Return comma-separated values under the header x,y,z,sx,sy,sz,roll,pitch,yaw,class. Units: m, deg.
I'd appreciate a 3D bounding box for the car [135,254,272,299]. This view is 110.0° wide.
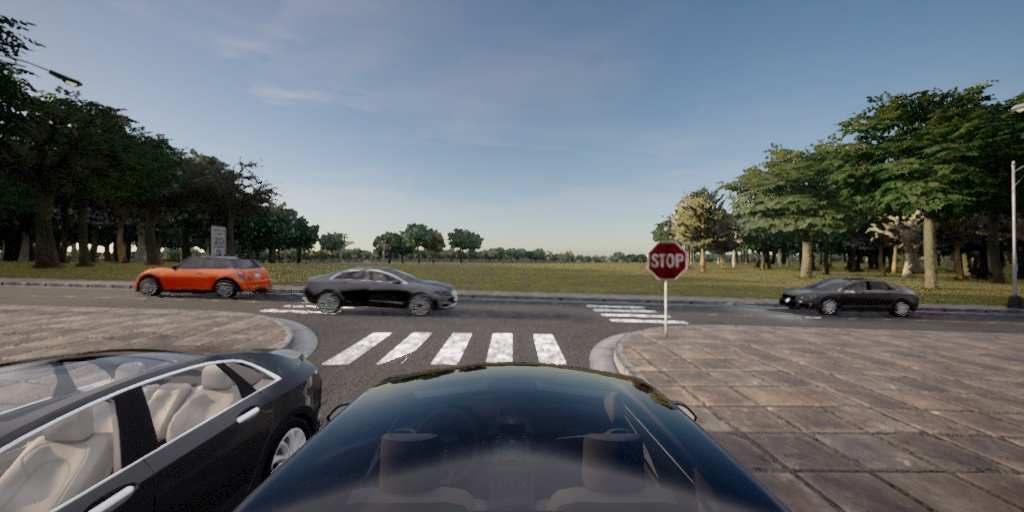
x,y,z,sx,sy,sz,roll,pitch,yaw,class
-12.864,0.774,15.116,4.553,1.767,2.097,2,0,0,car

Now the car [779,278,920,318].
x,y,z,sx,sy,sz,roll,pitch,yaw,class
14.032,1.680,15.073,4.892,1.490,1.837,2,0,0,car

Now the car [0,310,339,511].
x,y,z,sx,sy,sz,roll,pitch,yaw,class
-2.637,1.300,1.689,2.007,1.370,4.403,0,0,0,car

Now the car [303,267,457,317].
x,y,z,sx,sy,sz,roll,pitch,yaw,class
-4.351,1.126,12.151,4.902,1.511,2.128,2,0,0,car
